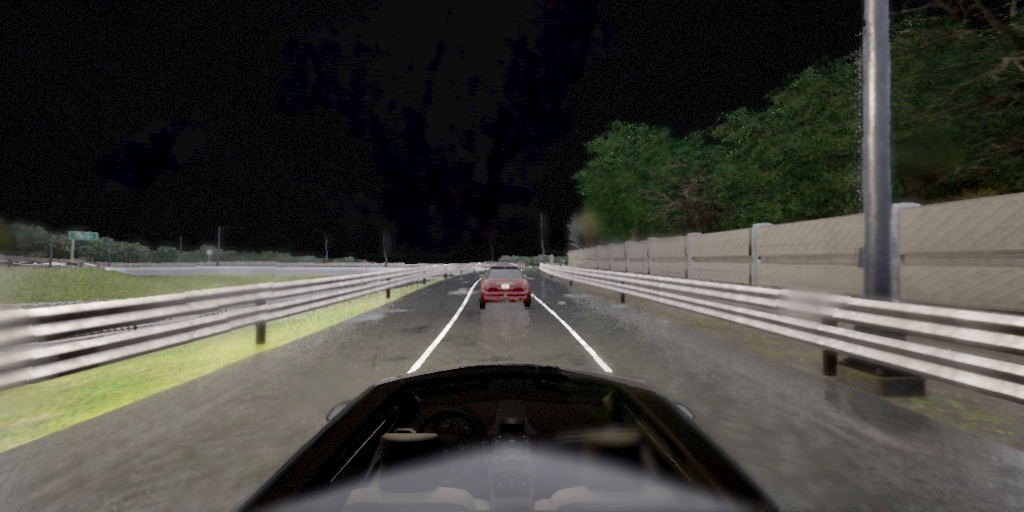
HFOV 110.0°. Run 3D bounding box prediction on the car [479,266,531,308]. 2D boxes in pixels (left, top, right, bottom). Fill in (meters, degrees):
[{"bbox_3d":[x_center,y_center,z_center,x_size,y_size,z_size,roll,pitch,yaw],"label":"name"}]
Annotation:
[{"bbox_3d":[-0.373,1.238,16.081,2.097,1.767,4.553,0,-1,-3],"label":"car"}]
